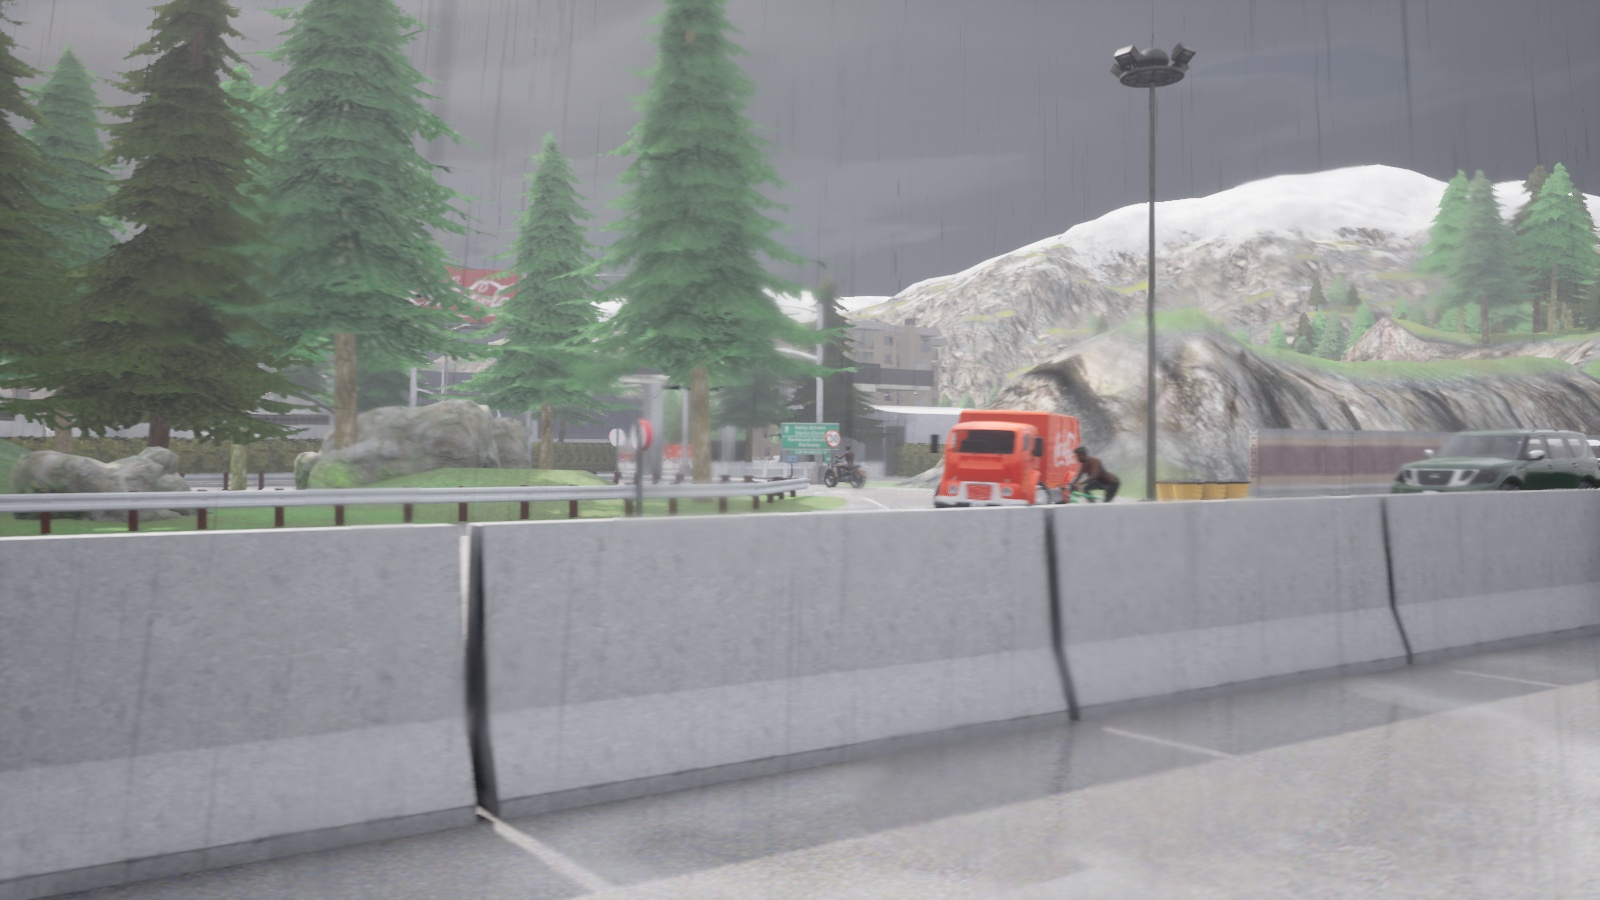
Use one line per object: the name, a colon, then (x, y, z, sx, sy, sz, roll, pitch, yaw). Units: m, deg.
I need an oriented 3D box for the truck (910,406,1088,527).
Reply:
truck: (4.685, 0.318, 28.763, 2.627, 2.467, 5.204, 2, 1, 25)

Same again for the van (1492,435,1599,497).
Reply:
van: (25.897, 0.519, 43.002, 4.480, 2.038, 2.069, 0, 0, -35)

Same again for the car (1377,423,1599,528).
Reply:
car: (14.889, 0.499, 26.814, 5.566, 2.045, 2.150, 0, 0, -35)

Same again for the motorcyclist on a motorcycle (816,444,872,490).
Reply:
motorcyclist on a motorcycle: (1.589, 0.609, 46.069, 0.766, 1.649, 2.350, 0, 0, -35)

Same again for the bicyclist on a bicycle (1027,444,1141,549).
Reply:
bicyclist on a bicycle: (4.521, 0.737, 20.002, 1.656, 1.620, 0.582, -1, -3, -20)
